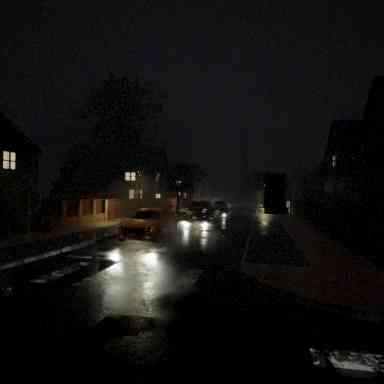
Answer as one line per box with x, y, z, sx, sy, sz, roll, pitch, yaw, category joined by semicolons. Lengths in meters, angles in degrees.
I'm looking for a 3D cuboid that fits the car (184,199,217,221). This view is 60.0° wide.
0.659;1.540;29.409;2.097;1.767;4.553;1;0;12;car

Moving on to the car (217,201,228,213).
3.658;1.897;43.752;1.812;1.442;4.674;1;-1;12;car

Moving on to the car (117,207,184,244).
-2.018;1.539;16.520;1.882;1.535;5.008;1;0;12;car
